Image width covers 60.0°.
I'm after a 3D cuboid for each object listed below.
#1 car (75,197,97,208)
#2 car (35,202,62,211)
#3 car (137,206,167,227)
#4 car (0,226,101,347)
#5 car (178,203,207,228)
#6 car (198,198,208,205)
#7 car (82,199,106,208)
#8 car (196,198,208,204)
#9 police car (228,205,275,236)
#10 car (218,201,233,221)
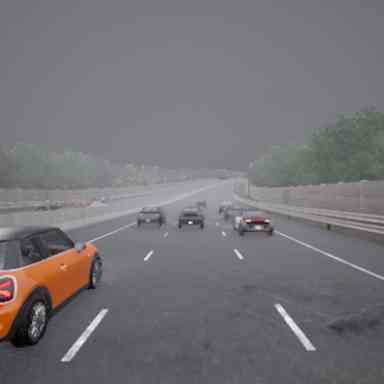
[{"bbox_3d":[-16.370,1.784,52.090,2.150,2.045,5.566,0,-1,3],"label":"car"},{"bbox_3d":[-20.101,2.114,46.777,1.895,1.301,4.718,2,-1,3],"label":"car"},{"bbox_3d":[-3.068,1.872,26.201,2.128,1.511,4.902,0,-1,1],"label":"car"},{"bbox_3d":[-3.359,1.456,6.674,2.097,1.767,4.553,0,-1,0],"label":"car"},{"bbox_3d":[0.031,1.881,25.360,1.837,1.490,4.892,0,0,3],"label":"car"},{"bbox_3d":[2.587,2.162,76.720,2.033,1.411,5.357,0,0,4],"label":"car"},{"bbox_3d":[-13.136,2.062,46.123,1.812,1.442,4.674,0,0,2],"label":"car"},{"bbox_3d":[1.704,2.133,60.883,1.837,1.490,4.892,0,0,3],"label":"car"},{"bbox_3d":[3.707,1.827,20.858,2.038,1.542,4.974,0,-1,1],"label":"police car"},{"bbox_3d":[3.962,1.941,31.746,2.128,1.511,4.902,0,-1,2],"label":"car"}]
